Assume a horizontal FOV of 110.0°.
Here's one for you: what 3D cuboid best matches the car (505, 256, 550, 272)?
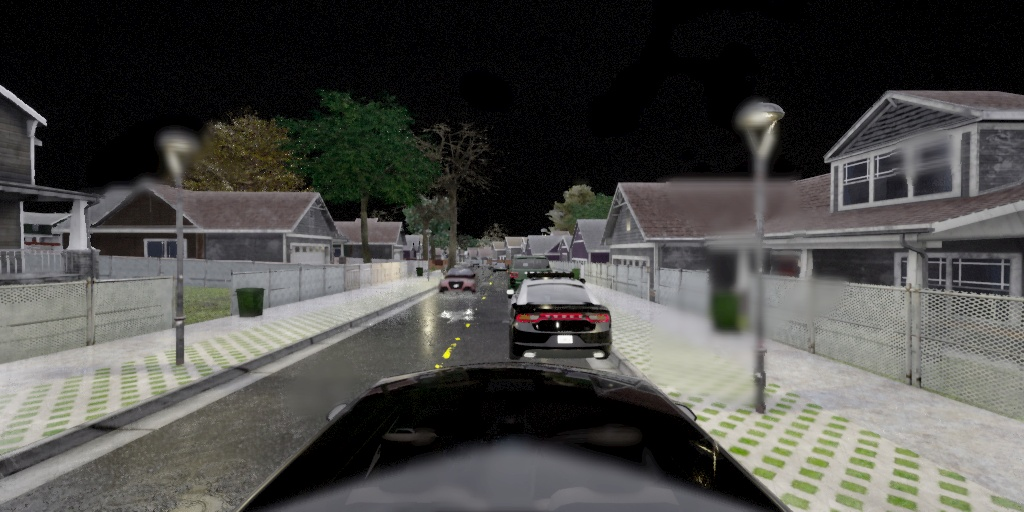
[{"bbox_3d":[0.841,1.001,18.490,2.150,2.045,5.566,0,0,-1],"label":"car"}]

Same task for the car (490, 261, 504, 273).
[{"bbox_3d":[-1.522,1.478,47.483,1.994,1.385,4.181,0,0,-4],"label":"car"}]

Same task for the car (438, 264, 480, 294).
[{"bbox_3d":[-2.914,1.346,20.368,1.994,1.385,4.181,0,0,-2],"label":"car"}]

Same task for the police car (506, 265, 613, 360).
[{"bbox_3d":[0.896,1.180,8.516,1.930,1.638,5.238,0,0,0],"label":"police car"}]
